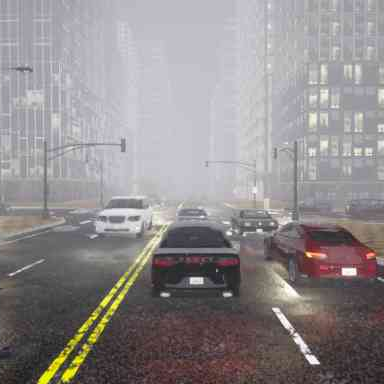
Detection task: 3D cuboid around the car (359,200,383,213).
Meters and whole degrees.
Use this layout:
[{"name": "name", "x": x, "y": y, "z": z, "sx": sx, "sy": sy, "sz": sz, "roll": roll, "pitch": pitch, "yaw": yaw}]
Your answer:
[{"name": "car", "x": 21.690, "y": 1.643, "z": 37.497, "sx": 4.829, "sy": 1.417, "sz": 1.752, "roll": 1, "pitch": 0, "yaw": 1}]

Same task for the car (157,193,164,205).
[{"name": "car", "x": -6.766, "y": 1.176, "z": 59.695, "sx": 2.150, "sy": 2.045, "sz": 5.566, "roll": 0, "pitch": 0, "yaw": 0}]

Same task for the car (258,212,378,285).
[{"name": "car", "x": 3.321, "y": 1.521, "z": 9.332, "sx": 1.812, "sy": 1.442, "sz": 4.674, "roll": 0, "pitch": 0, "yaw": 0}]

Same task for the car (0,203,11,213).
[{"name": "car", "x": -20.084, "y": 1.364, "z": 32.263, "sx": 4.674, "sy": 1.442, "sz": 1.812, "roll": 1, "pitch": 1, "yaw": 1}]

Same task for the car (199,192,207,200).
[{"name": "car", "x": 2.963, "y": 1.136, "z": 90.389, "sx": 2.150, "sy": 2.045, "sz": 5.566, "roll": 0, "pitch": 0, "yaw": 0}]

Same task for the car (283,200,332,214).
[{"name": "car", "x": 12.171, "y": 1.565, "z": 35.161, "sx": 4.902, "sy": 1.511, "sz": 2.128, "roll": 1, "pitch": 1, "yaw": 3}]

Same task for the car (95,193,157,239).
[{"name": "car", "x": -3.379, "y": 1.213, "z": 17.657, "sx": 2.150, "sy": 2.045, "sz": 5.566, "roll": 0, "pitch": 0, "yaw": 0}]

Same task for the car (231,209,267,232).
[{"name": "car", "x": 3.291, "y": 1.591, "z": 18.451, "sx": 1.895, "sy": 1.301, "sz": 4.718, "roll": 0, "pitch": 0, "yaw": 0}]

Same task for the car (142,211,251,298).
[{"name": "car", "x": 0.069, "y": 1.474, "z": 8.567, "sx": 1.882, "sy": 1.535, "sz": 5.008, "roll": 0, "pitch": 0, "yaw": 0}]

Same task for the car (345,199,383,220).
[{"name": "car", "x": 16.108, "y": 1.520, "z": 29.192, "sx": 5.009, "sy": 1.841, "sz": 2.192, "roll": 1, "pitch": 0, "yaw": 1}]

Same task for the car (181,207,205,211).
[{"name": "car", "x": 0.040, "y": 1.538, "z": 18.388, "sx": 2.033, "sy": 1.411, "sz": 5.357, "roll": 0, "pitch": 0, "yaw": 0}]

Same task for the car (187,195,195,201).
[{"name": "car", "x": -0.258, "y": 1.426, "z": 80.972, "sx": 1.837, "sy": 1.490, "sz": 4.892, "roll": 0, "pitch": 0, "yaw": 0}]

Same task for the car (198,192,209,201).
[{"name": "car", "x": 2.995, "y": 1.451, "z": 80.166, "sx": 1.812, "sy": 1.442, "sz": 4.674, "roll": 0, "pitch": 0, "yaw": 0}]
